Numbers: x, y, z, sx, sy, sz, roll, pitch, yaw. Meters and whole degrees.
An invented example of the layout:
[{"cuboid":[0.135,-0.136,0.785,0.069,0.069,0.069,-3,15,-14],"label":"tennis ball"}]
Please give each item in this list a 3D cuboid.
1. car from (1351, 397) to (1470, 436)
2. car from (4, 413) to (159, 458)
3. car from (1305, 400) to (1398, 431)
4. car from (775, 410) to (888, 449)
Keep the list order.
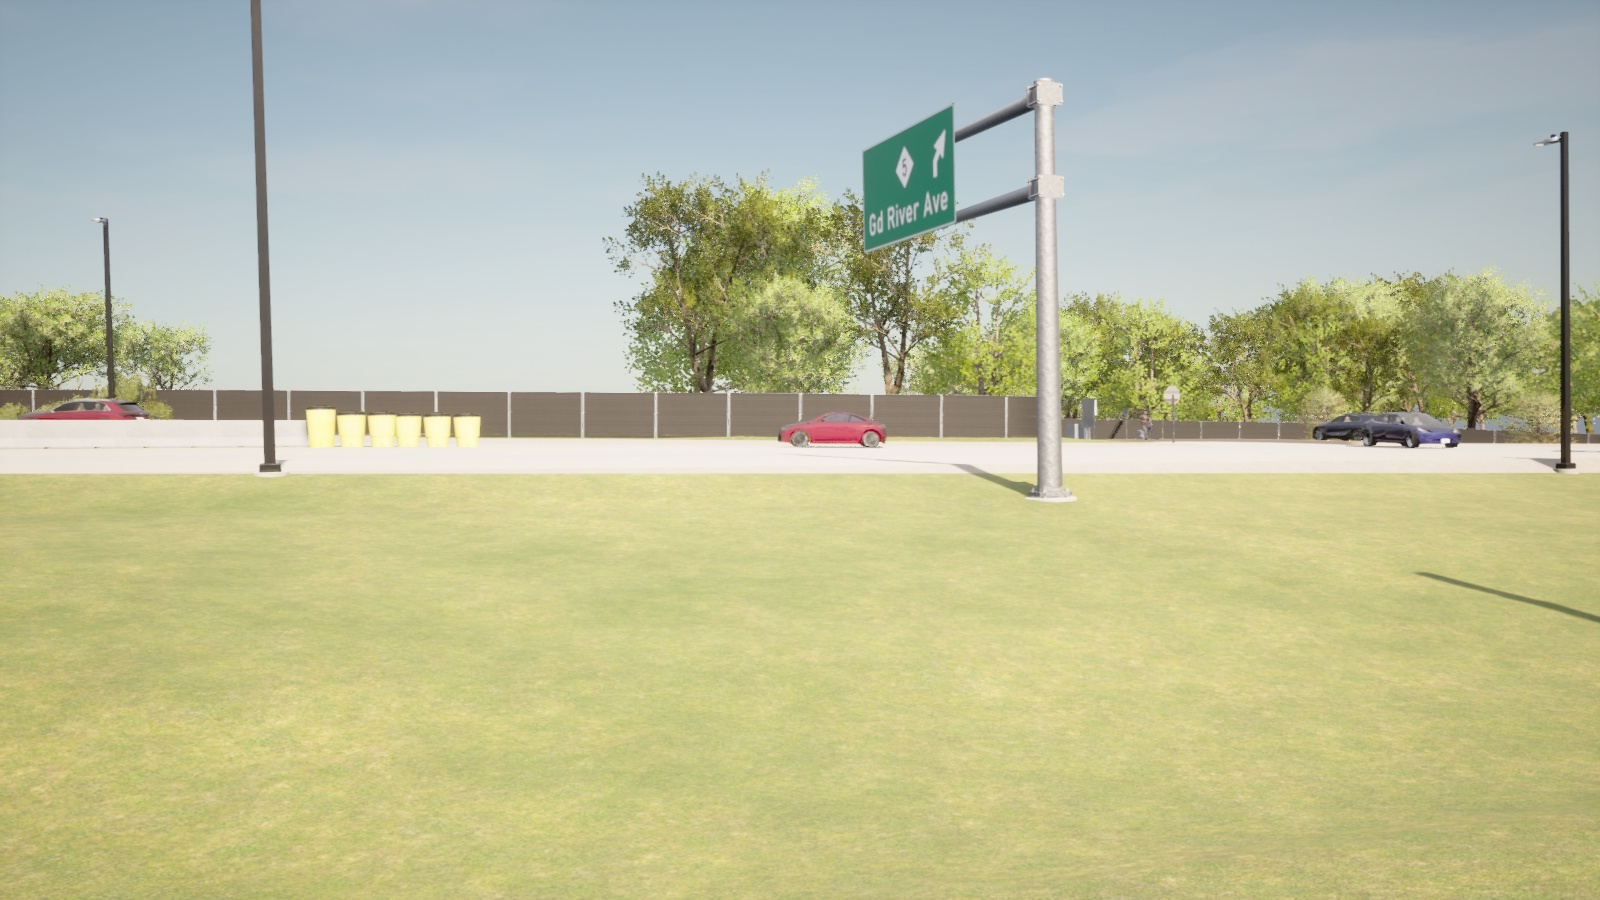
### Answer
[{"cuboid":[25.291,-1.391,52.211,2.163,1.488,4.792,-1,1,-7],"label":"car"},{"cuboid":[-27.748,-0.575,48.566,4.856,1.649,2.033,-1,2,5],"label":"car"},{"cuboid":[31.292,-1.961,71.403,2.033,1.649,4.856,-2,2,-19],"label":"car"},{"cuboid":[1.150,-0.803,47.768,4.181,1.385,1.994,-1,1,-2],"label":"car"}]
